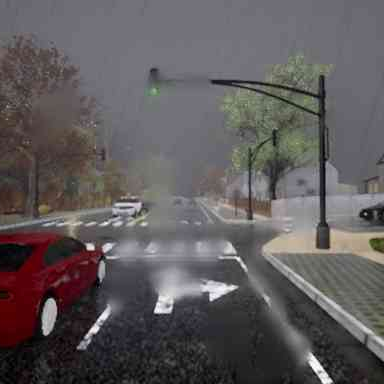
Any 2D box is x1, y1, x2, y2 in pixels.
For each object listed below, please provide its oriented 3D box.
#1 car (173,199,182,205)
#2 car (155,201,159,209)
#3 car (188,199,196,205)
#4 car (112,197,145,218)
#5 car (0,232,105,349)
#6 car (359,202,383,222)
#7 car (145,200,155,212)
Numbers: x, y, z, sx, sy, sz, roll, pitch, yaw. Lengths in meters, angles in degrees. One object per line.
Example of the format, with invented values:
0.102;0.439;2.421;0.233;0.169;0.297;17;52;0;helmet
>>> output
-3.209;2.179;73.370;2.033;1.411;5.357;0;-1;0;car
-6.564;2.026;54.293;1.994;1.385;4.181;0;-1;0;car
0.033;2.178;73.273;2.033;1.411;5.357;0;-1;0;car
-6.585;1.505;34.210;2.150;2.045;5.566;0;0;0;car
-3.147;1.531;6.579;1.882;1.535;5.008;0;0;0;car
13.259;1.202;21.838;4.181;1.385;1.994;-2;-1;-6;car
-6.579;1.863;44.243;2.128;1.511;4.902;0;-1;0;car
